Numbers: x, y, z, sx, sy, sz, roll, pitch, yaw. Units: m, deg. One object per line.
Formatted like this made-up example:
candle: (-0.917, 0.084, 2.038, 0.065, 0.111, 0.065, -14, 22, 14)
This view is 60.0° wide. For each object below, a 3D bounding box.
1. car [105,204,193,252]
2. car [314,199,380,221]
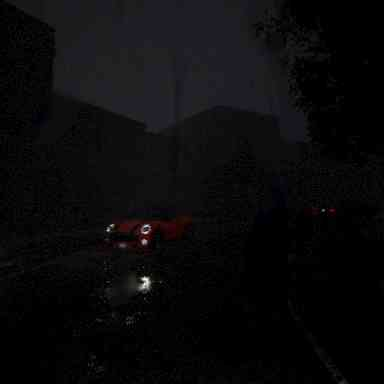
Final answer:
car: (-1.670, 1.358, 14.145, 2.097, 1.767, 4.553, -1, 0, 23)
car: (11.263, 1.241, 24.137, 5.357, 1.411, 2.033, -2, -1, -29)
